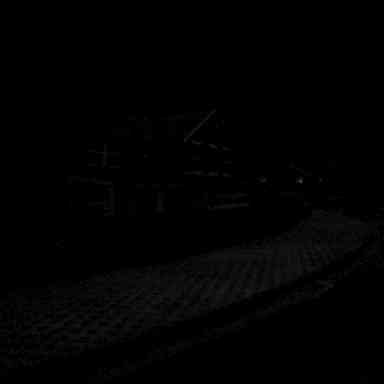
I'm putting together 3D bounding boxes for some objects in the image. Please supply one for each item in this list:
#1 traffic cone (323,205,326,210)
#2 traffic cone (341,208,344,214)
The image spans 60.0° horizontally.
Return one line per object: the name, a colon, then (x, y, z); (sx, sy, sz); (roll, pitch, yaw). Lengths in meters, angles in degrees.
traffic cone: (14.627, 1.771, 36.724); (0.340, 0.580, 0.340); (-1, 0, -1)
traffic cone: (14.428, 1.790, 32.013); (0.340, 0.580, 0.340); (-1, 0, 12)
